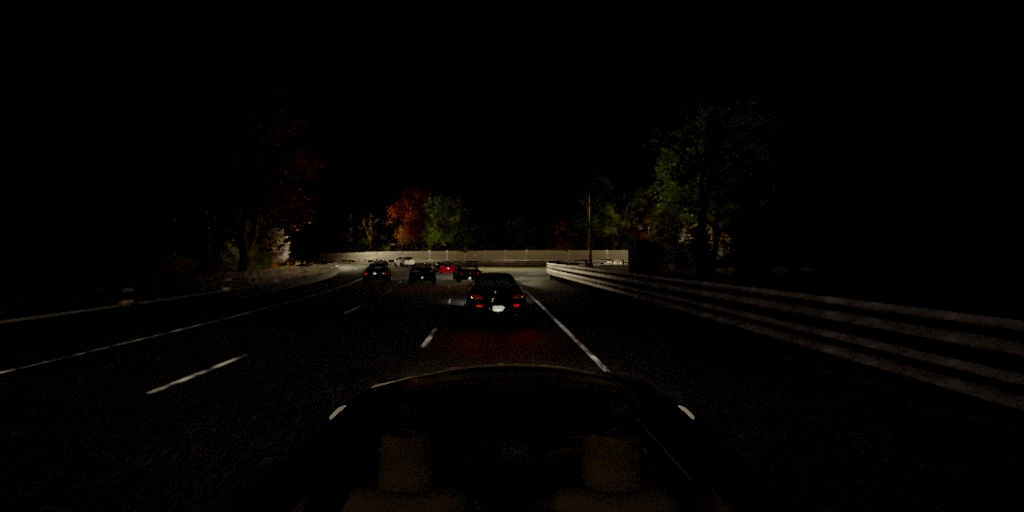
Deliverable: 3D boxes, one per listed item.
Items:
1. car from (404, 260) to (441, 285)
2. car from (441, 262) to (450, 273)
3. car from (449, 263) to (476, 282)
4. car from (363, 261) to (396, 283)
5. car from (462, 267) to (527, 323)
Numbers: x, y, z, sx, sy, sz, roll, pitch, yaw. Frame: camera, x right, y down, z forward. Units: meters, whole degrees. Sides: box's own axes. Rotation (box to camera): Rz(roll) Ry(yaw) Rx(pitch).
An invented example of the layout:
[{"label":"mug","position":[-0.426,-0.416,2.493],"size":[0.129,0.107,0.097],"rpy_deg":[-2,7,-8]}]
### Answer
[{"label":"car","position":[-6.679,1.273,26.870],"size":[2.128,1.511,4.902],"rpy_deg":[0,0,-13]},{"label":"car","position":[-7.865,1.356,42.043],"size":[1.994,1.385,4.181],"rpy_deg":[0,0,-21]},{"label":"car","position":[-3.727,1.374,29.162],"size":[1.895,1.301,4.718],"rpy_deg":[0,0,-14]},{"label":"car","position":[-10.675,1.342,28.585],"size":[2.033,1.411,5.357],"rpy_deg":[0,0,-15]},{"label":"car","position":[-0.611,1.282,12.168],"size":[1.812,1.442,4.674],"rpy_deg":[0,0,-6]}]
